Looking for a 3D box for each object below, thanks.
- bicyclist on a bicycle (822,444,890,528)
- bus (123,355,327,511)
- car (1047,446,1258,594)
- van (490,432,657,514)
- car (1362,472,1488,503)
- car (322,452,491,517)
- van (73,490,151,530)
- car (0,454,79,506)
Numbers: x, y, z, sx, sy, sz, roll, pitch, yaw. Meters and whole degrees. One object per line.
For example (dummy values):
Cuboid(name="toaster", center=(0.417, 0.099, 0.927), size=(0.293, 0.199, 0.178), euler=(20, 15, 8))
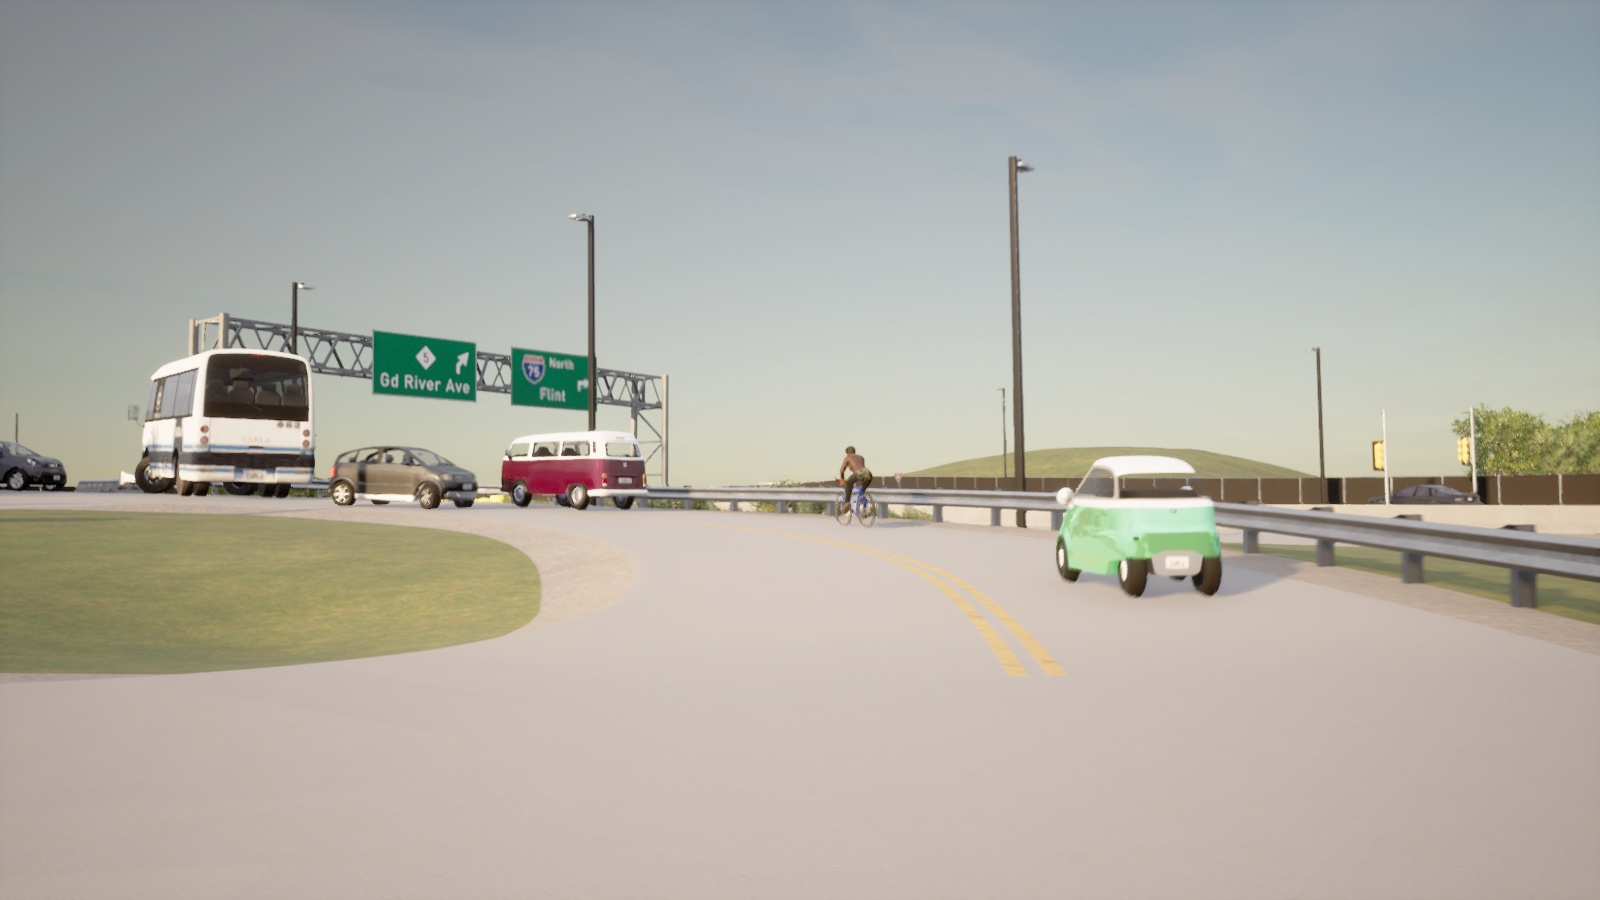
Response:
Cuboid(name="bicyclist on a bicycle", center=(1.094, 0.711, 25.005), size=(0.582, 1.620, 1.656), euler=(-1, -1, -26))
Cuboid(name="bus", center=(-18.344, -0.387, 39.519), size=(3.944, 4.253, 10.273), euler=(1, -1, -35))
Cuboid(name="car", center=(3.602, 0.670, 13.152), size=(1.481, 1.376, 2.207), euler=(-2, 0, -2))
Cuboid(name="van", center=(-6.125, 0.646, 33.674), size=(4.480, 2.038, 2.069), euler=(-2, -2, 41))
Cuboid(name="car", center=(30.283, 1.820, 61.048), size=(2.033, 1.411, 5.357), euler=(0, -2, -25))
Cuboid(name="car", center=(-9.913, 0.852, 31.669), size=(3.705, 1.549, 1.789), euler=(0, -1, 19))
Cuboid(name="van", center=(-35.526, 3.079, 64.786), size=(4.442, 1.987, 1.775), euler=(-2, -3, 36))
Cuboid(name="car", center=(-23.674, 0.894, 37.173), size=(3.633, 1.501, 1.845), euler=(0, -2, 7))
